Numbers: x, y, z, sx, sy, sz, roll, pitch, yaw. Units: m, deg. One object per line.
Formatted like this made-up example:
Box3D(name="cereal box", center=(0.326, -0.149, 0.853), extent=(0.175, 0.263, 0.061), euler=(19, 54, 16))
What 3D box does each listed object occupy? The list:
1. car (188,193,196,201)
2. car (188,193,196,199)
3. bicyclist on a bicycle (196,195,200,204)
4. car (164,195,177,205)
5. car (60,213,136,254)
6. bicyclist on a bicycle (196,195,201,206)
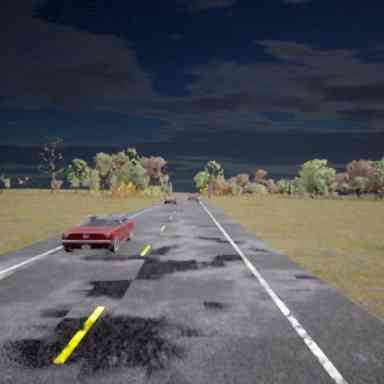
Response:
Box3D(name="car", center=(0.021, 1.284, 78.454), extent=(1.812, 1.442, 4.674), euler=(0, 0, 0))
Box3D(name="car", center=(0.026, 1.101, 94.104), extent=(2.033, 1.411, 5.357), euler=(0, 0, 0))
Box3D(name="bicyclist on a bicycle", center=(0.978, 1.284, 56.620), extent=(0.582, 1.620, 1.656), euler=(0, 0, 0))
Box3D(name="car", center=(-3.539, 1.312, 55.610), extent=(1.882, 1.535, 5.008), euler=(0, 0, 0))
Box3D(name="car", center=(-3.597, 1.562, 13.510), extent=(1.895, 1.301, 4.718), euler=(0, 0, 0))
Box3D(name="bicyclist on a bicycle", center=(0.980, 1.293, 48.406), extent=(0.866, 1.612, 1.509), euler=(0, 0, 0))
